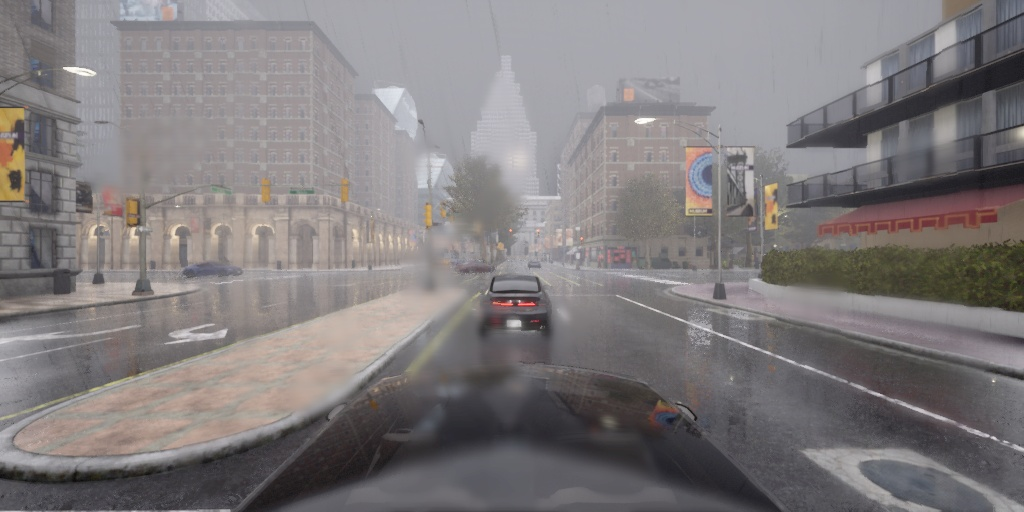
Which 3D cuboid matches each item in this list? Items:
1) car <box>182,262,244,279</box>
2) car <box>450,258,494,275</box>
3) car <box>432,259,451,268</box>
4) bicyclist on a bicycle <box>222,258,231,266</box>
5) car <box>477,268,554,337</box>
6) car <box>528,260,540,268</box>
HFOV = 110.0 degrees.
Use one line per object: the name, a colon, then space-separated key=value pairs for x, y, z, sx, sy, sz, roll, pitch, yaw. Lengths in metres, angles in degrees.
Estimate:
car: x=-26.927 y=1.274 z=32.344 sx=4.674 sy=1.442 sz=1.812 roll=0 pitch=0 yaw=-2
car: x=-4.060 y=1.273 z=39.624 sx=4.674 sy=1.442 sz=1.812 roll=0 pitch=1 yaw=-42
car: x=-11.443 y=1.224 z=59.624 sx=1.882 sy=1.535 sz=5.008 roll=0 pitch=0 yaw=0
bicyclist on a bicycle: x=-37.198 y=1.047 z=46.709 sx=0.582 sy=1.620 sz=1.656 roll=0 pitch=0 yaw=0
car: x=0.096 y=1.254 z=10.292 sx=1.837 sy=1.490 sz=4.892 roll=0 pitch=0 yaw=0
car: x=3.723 y=1.310 z=60.843 sx=1.994 sy=1.385 sz=4.181 roll=0 pitch=0 yaw=0
